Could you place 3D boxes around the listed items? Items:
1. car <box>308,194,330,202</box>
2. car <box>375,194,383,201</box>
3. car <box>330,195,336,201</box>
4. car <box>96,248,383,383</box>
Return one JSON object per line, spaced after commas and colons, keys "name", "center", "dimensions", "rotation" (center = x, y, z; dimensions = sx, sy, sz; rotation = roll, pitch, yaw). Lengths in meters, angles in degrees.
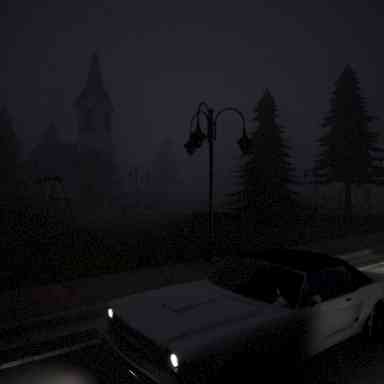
{"name": "car", "center": [27.316, 1.303, 73.450], "dimensions": [2.007, 1.523, 4.514], "rotation": [0, 0, -36]}
{"name": "car", "center": [43.904, 1.271, 76.173], "dimensions": [1.845, 1.501, 3.633], "rotation": [0, 0, -36]}
{"name": "car", "center": [29.814, 1.291, 75.349], "dimensions": [2.152, 1.636, 5.027], "rotation": [0, 0, -36]}
{"name": "car", "center": [1.140, 1.598, 4.846], "dimensions": [4.718, 1.301, 1.895], "rotation": [0, 0, -36]}
